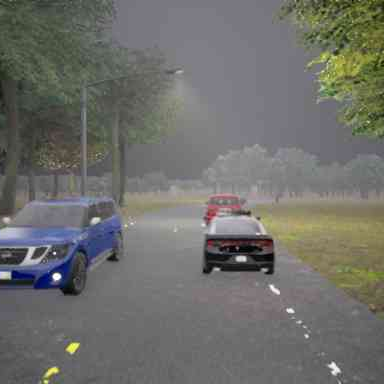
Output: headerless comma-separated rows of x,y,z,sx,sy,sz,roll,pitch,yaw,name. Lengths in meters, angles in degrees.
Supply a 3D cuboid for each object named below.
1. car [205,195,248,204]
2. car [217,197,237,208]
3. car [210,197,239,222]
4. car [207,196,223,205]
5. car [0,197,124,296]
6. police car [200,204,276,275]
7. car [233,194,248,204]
1.978,1.163,20.292,2.150,2.045,5.566,0,0,5,car
4.984,1.464,46.604,2.033,1.411,5.357,0,0,13,car
2.592,1.281,26.127,2.097,1.767,4.553,0,0,7,car
4.023,1.404,57.817,1.882,1.535,5.008,0,0,15,car
-3.403,1.178,8.932,2.150,2.045,5.566,0,0,2,car
1.295,1.383,10.521,1.930,1.638,5.238,0,0,3,police car
9.432,1.319,64.109,2.097,1.767,4.553,0,0,17,car
